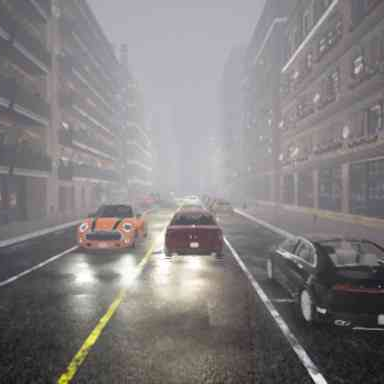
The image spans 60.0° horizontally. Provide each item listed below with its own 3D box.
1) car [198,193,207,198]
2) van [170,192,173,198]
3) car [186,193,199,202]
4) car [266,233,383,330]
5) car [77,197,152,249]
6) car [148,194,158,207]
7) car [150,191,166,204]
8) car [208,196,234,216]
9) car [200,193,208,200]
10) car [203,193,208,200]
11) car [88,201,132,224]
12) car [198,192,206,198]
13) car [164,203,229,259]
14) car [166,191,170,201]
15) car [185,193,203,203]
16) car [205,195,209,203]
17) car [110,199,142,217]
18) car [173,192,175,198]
[{"bbox_3d":[2.678,0.901,85.649,1.947,1.339,4.313,0,0,0],"label":"car"},{"bbox_3d":[-5.699,0.763,74.379,1.690,1.788,3.998,0,0,0],"label":"van"},{"bbox_3d":[0.091,1.026,59.948,2.128,1.511,4.902,0,1,0],"label":"car"},{"bbox_3d":[2.691,1.498,6.744,2.008,1.369,4.403,0,0,0],"label":"car"},{"bbox_3d":[-3.102,1.244,13.827,2.097,1.767,4.553,0,0,0],"label":"car"},{"bbox_3d":[-5.695,1.229,40.564,1.887,1.381,4.507,0,0,0],"label":"car"},{"bbox_3d":[-5.696,0.912,51.835,2.192,1.841,5.009,0,0,0],"label":"car"},{"bbox_3d":[2.688,1.297,29.458,1.752,1.417,4.829,0,0,0],"label":"car"},{"bbox_3d":[2.680,0.946,74.548,1.752,1.417,4.829,0,0,0],"label":"car"},{"bbox_3d":[2.685,1.223,46.197,1.802,1.307,4.206,0,0,0],"label":"car"},{"bbox_3d":[-5.692,1.367,23.655,2.008,1.369,4.403,0,0,0],"label":"car"},{"bbox_3d":[2.677,0.836,91.285,1.887,1.381,4.507,0,0,0],"label":"car"},{"bbox_3d":[0.046,1.382,12.256,1.882,1.535,5.008,0,1,-1],"label":"car"},{"bbox_3d":[-5.698,1.036,62.937,1.752,1.417,4.829,0,0,0],"label":"car"},{"bbox_3d":[0.093,1.200,41.955,1.812,1.442,4.674,0,0,0],"label":"car"},{"bbox_3d":[2.686,1.295,34.925,1.947,1.339,4.313,0,0,0],"label":"car"},{"bbox_3d":[-5.694,1.323,29.292,2.008,1.369,4.403,0,0,0],"label":"car"},{"bbox_3d":[-5.703,0.842,91.288,2.008,1.369,4.403,0,0,0],"label":"car"}]
